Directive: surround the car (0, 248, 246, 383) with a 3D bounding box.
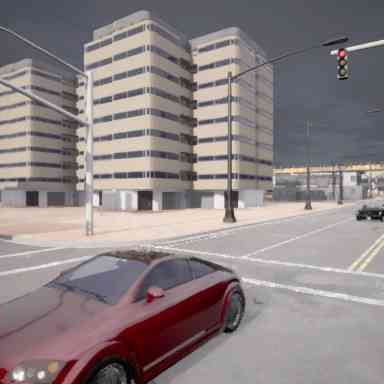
[{"bbox_3d":[-0.897,1.567,4.714,1.994,1.385,4.181,0,0,35],"label":"car"}]

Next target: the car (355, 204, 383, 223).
[{"bbox_3d":[13.983,1.601,25.736,1.895,1.301,4.718,0,0,35],"label":"car"}]
